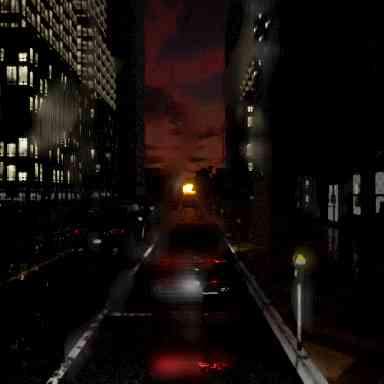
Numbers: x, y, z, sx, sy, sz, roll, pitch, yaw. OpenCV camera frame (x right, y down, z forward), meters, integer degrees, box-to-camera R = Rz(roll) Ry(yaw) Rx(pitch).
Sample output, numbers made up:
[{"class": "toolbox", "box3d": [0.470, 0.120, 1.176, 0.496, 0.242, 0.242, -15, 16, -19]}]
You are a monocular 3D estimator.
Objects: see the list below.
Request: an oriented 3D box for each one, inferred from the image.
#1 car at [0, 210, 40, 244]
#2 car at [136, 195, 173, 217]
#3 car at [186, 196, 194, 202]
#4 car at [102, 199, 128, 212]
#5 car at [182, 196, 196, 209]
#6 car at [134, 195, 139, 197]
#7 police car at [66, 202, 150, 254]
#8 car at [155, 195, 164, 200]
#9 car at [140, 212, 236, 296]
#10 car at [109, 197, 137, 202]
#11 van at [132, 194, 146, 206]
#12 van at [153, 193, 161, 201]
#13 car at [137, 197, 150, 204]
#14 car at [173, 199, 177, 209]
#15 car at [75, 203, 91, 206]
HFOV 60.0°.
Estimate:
[{"class": "car", "box3d": [-8.833, 1.563, 15.800, 1.947, 1.339, 4.313, 0, 0, 0]}, {"class": "car", "box3d": [-3.057, 1.344, 28.006, 2.097, 1.767, 4.553, 0, 0, 0]}, {"class": "car", "box3d": [-0.452, 1.533, 78.399, 1.802, 1.307, 4.206, 0, 0, 0]}, {"class": "car", "box3d": [-8.833, 1.537, 38.569, 2.008, 1.369, 4.403, 0, 0, 0]}, {"class": "car", "box3d": [-0.452, 1.548, 44.248, 1.947, 1.339, 4.313, 0, 0, 0]}, {"class": "car", "box3d": [-8.833, 1.523, 49.953, 1.887, 1.381, 4.507, 0, 0, 0]}, {"class": "police car", "box3d": [-3.144, 1.423, 13.594, 1.930, 1.638, 5.238, 0, 0, 0]}, {"class": "car", "box3d": [-8.832, 1.504, 89.799, 1.947, 1.339, 4.313, 0, 0, 0]}, {"class": "car", "box3d": [0.000, 1.503, 8.649, 1.837, 1.490, 4.892, 0, 0, 0]}, {"class": "car", "box3d": [-6.231, 1.516, 31.473, 1.812, 1.442, 4.674, 0, 0, 0]}, {"class": "van", "box3d": [-8.832, 1.315, 55.646, 1.690, 1.788, 3.998, 0, 0, 0]}, {"class": "van", "box3d": [-8.831, 1.285, 84.106, 1.690, 1.788, 3.998, 0, 0, 0]}, {"class": "car", "box3d": [-8.832, 1.550, 61.338, 1.802, 1.307, 4.206, 0, 0, 0]}, {"class": "car", "box3d": [-3.053, 1.583, 44.491, 1.895, 1.301, 4.718, 0, 0, 0]}, {"class": "car", "box3d": [-8.832, 1.575, 27.183, 1.802, 1.307, 4.206, 0, 0, 0]}]
